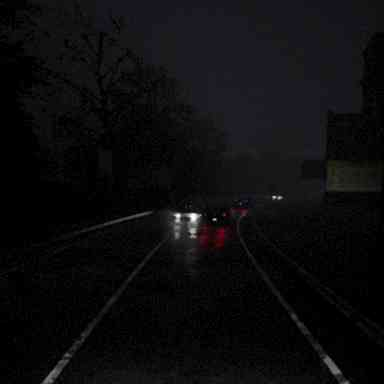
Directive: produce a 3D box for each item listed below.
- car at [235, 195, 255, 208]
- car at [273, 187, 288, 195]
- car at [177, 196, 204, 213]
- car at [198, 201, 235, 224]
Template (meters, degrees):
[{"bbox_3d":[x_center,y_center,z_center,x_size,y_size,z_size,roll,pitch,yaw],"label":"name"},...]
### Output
[{"bbox_3d":[6.430,1.103,40.850,1.812,1.442,4.674,3,2,20],"label":"car"},{"bbox_3d":[18.353,-0.243,68.885,1.994,1.385,4.181,5,4,37],"label":"car"},{"bbox_3d":[-0.012,1.148,32.779,1.837,1.490,4.892,2,1,15],"label":"car"},{"bbox_3d":[1.850,1.487,24.060,1.895,1.301,4.718,1,1,9],"label":"car"}]
